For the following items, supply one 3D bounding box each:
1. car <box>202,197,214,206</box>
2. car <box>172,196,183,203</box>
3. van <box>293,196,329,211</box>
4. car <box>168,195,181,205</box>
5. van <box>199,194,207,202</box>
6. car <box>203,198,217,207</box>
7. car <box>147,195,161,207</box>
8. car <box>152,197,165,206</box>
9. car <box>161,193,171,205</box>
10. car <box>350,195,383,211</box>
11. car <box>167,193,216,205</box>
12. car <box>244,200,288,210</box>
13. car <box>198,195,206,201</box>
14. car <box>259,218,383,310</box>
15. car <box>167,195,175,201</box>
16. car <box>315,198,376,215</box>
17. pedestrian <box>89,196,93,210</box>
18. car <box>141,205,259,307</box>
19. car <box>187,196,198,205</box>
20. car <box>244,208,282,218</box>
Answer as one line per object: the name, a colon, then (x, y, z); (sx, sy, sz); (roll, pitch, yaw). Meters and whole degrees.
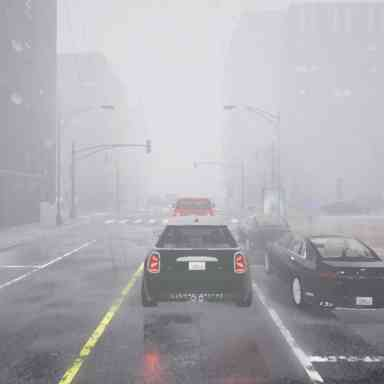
car: (2.683, 1.603, 56.967); (1.802, 1.307, 4.206); (1, 0, 0)
car: (-3.023, 1.553, 70.725); (2.128, 1.511, 4.902); (0, 0, 0)
van: (13.752, 1.296, 38.220); (3.998, 1.788, 1.690); (0, 0, 0)
car: (-3.088, 1.375, 60.655); (2.097, 1.767, 4.553); (0, 0, 0)
van: (2.678, 1.373, 79.253); (1.690, 1.788, 3.998); (1, 0, 0)
car: (2.684, 1.585, 51.396); (1.947, 1.339, 4.313); (1, 0, 0)
car: (-5.692, 1.334, 51.434); (2.192, 1.841, 5.009); (1, 0, 0)
car: (-5.697, 1.566, 57.005); (1.887, 1.381, 4.507); (1, 0, 0)
car: (-3.137, 1.240, 51.086); (2.150, 2.045, 5.566); (0, 0, 0)
car: (19.279, 1.228, 38.182); (5.009, 1.841, 2.192); (0, 0, 0)
car: (0.082, 1.228, 17.601); (2.150, 2.045, 5.566); (0, 0, 0)
car: (7.970, 1.494, 36.112); (4.674, 1.442, 1.812); (-1, -1, 7)
car: (2.672, 1.582, 90.394); (1.887, 1.381, 4.507); (1, 0, 0)
car: (2.828, 1.553, 7.634); (2.008, 1.369, 4.403); (1, 0, 0)
car: (-5.708, 1.603, 90.431); (1.947, 1.339, 4.313); (1, 0, 0)
car: (13.694, 1.413, 29.838); (4.206, 1.307, 1.802); (0, 0, 0)
pedestrian: (-12.542, 1.348, 41.356); (0.375, 1.860, 0.375); (0, 0, 0)
car: (0.098, 1.354, 8.130); (2.097, 1.767, 4.553); (0, 0, 0)
car: (0.076, 1.527, 59.051); (1.837, 1.490, 4.892); (0, 0, 0)
car: (2.826, 1.555, 13.204); (2.008, 1.369, 4.403); (1, 0, 0)
